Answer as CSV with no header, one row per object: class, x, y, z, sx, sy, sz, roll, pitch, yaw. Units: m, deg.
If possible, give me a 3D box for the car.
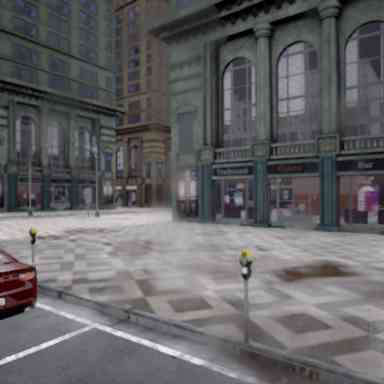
car,-4.780,1.567,6.381,4.507,1.381,1.887,0,0,35
